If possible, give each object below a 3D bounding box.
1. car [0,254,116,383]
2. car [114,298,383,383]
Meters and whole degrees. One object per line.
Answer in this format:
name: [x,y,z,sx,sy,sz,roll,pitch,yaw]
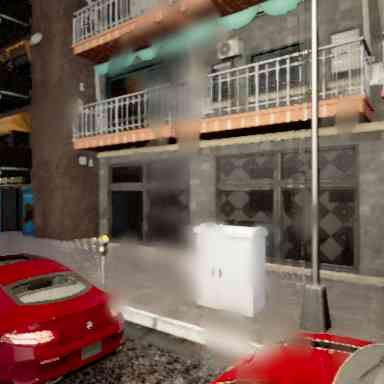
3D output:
car: [-2.794,1.594,4.870,4.206,1.307,1.802,0,0,36]
car: [1.789,1.439,1.599,4.097,1.590,1.967,0,0,36]
